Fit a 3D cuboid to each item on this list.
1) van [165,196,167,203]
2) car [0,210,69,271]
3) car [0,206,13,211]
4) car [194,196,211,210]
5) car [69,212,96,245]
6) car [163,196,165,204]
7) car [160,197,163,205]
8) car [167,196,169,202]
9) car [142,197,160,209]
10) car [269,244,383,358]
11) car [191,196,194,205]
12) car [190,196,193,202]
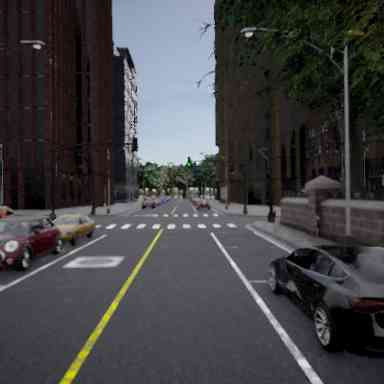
[{"bbox_3d":[-7.628,2.018,81.311,1.690,1.788,3.998,-1,0,-1],"label":"van"},{"bbox_3d":[-5.968,1.593,11.280,1.967,1.590,4.097,-1,0,-1],"label":"car"},{"bbox_3d":[-17.446,1.463,27.932,4.553,1.767,2.097,0,0,-1],"label":"car"},{"bbox_3d":[1.668,1.761,48.898,1.967,1.590,4.097,-1,0,-1],"label":"car"},{"bbox_3d":[-6.092,1.716,16.564,1.752,1.417,4.829,-1,0,-1],"label":"car"},{"bbox_3d":[-7.364,2.116,70.269,1.752,1.417,4.829,-1,0,-1],"label":"car"},{"bbox_3d":[-7.238,2.133,65.002,1.802,1.307,4.206,-1,0,-1],"label":"car"},{"bbox_3d":[-7.754,2.269,86.746,2.008,1.369,4.403,-1,0,-1],"label":"car"},{"bbox_3d":[-6.985,1.783,54.132,2.192,1.841,5.009,-1,0,-1],"label":"car"},{"bbox_3d":[2.685,1.574,6.028,1.947,1.339,4.313,-1,0,-1],"label":"car"},{"bbox_3d":[1.283,1.995,65.204,2.008,1.369,4.403,-1,0,-1],"label":"car"},{"bbox_3d":[1.155,2.031,70.641,1.887,1.381,4.507,-1,0,-1],"label":"car"}]
